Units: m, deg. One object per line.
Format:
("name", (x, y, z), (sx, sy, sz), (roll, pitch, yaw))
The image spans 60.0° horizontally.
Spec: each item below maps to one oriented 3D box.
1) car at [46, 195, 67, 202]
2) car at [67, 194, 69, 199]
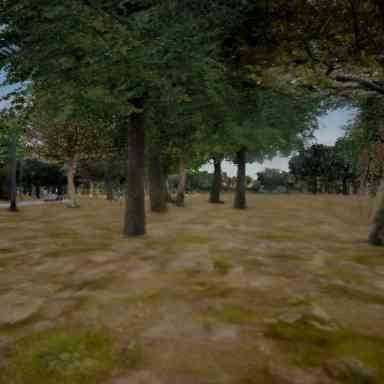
("car", (-26.120, 1.202, 63.262), (1.994, 1.385, 4.181), (1, 0, 0))
("car", (-28.604, 1.116, 78.172), (2.128, 1.511, 4.902), (1, 0, -20))
